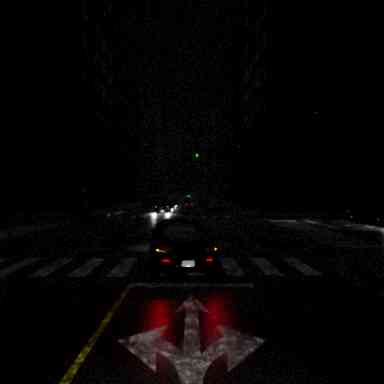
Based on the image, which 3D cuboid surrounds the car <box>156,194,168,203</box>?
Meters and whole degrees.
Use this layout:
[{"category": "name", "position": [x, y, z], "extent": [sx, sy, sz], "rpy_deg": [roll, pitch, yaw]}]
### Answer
[{"category": "car", "position": [-6.365, 1.310, 70.911], "extent": [2.192, 1.841, 5.009], "rpy_deg": [0, 0, -1]}]

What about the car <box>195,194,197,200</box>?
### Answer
[{"category": "car", "position": [2.239, 1.550, 65.506], "extent": [2.008, 1.369, 4.403], "rpy_deg": [0, 0, -1]}]

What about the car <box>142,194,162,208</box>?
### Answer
[{"category": "car", "position": [-6.051, 1.321, 48.810], "extent": [2.192, 1.841, 5.009], "rpy_deg": [0, 0, -1]}]

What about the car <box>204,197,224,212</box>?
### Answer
[{"category": "car", "position": [2.629, 1.533, 38.049], "extent": [1.752, 1.417, 4.829], "rpy_deg": [0, 0, -1]}]

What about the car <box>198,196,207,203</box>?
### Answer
[{"category": "car", "position": [2.160, 1.577, 71.032], "extent": [1.802, 1.307, 4.206], "rpy_deg": [0, 0, -1]}]

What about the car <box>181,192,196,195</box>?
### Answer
[{"category": "car", "position": [-0.787, 1.110, 77.434], "extent": [2.150, 2.045, 5.566], "rpy_deg": [0, 0, -1]}]

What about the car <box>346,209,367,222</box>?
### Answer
[{"category": "car", "position": [14.407, 1.596, 25.331], "extent": [4.718, 1.301, 1.895], "rpy_deg": [0, 0, 2]}]

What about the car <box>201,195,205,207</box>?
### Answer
[{"category": "car", "position": [2.553, 1.447, 43.404], "extent": [1.967, 1.590, 4.097], "rpy_deg": [0, 0, -1]}]

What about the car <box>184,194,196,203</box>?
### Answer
[{"category": "car", "position": [-0.646, 1.599, 67.434], "extent": [1.895, 1.301, 4.718], "rpy_deg": [0, 0, -1]}]

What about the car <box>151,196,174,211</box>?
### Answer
[{"category": "car", "position": [-3.335, 1.512, 38.284], "extent": [1.837, 1.490, 4.892], "rpy_deg": [0, 0, -2]}]

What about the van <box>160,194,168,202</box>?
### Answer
[{"category": "van", "position": [-6.441, 1.332, 76.435], "extent": [1.690, 1.788, 3.998], "rpy_deg": [0, 0, -1]}]

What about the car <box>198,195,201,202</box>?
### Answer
[{"category": "car", "position": [2.396, 1.570, 54.456], "extent": [1.947, 1.339, 4.313], "rpy_deg": [0, 0, -1]}]

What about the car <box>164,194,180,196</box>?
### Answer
[{"category": "car", "position": [-3.563, 1.528, 58.076], "extent": [1.812, 1.442, 4.674], "rpy_deg": [0, 0, 0]}]

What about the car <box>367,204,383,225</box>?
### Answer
[{"category": "car", "position": [14.594, 1.528, 22.080], "extent": [4.674, 1.442, 1.812], "rpy_deg": [0, 0, -3]}]

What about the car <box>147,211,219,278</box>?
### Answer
[{"category": "car", "position": [-0.387, 1.529, 10.165], "extent": [1.812, 1.442, 4.674], "rpy_deg": [0, 0, -7]}]

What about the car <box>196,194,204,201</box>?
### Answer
[{"category": "car", "position": [2.047, 1.458, 89.067], "extent": [1.882, 1.535, 5.008], "rpy_deg": [0, 0, -1]}]

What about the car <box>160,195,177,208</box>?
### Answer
[{"category": "car", "position": [-3.457, 1.570, 48.144], "extent": [1.994, 1.385, 4.181], "rpy_deg": [0, 0, -1]}]

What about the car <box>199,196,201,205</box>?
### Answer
[{"category": "car", "position": [2.474, 1.557, 48.930], "extent": [2.008, 1.369, 4.403], "rpy_deg": [0, 0, -1]}]

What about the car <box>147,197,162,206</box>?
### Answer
[{"category": "car", "position": [-6.129, 1.555, 54.336], "extent": [2.008, 1.369, 4.403], "rpy_deg": [0, 0, -1]}]
